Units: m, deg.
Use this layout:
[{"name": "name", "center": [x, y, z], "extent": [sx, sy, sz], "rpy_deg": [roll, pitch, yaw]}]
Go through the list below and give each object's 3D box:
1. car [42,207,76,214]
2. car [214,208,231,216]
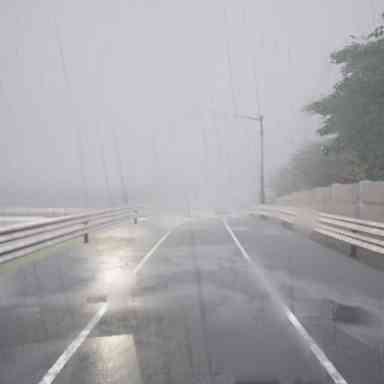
[{"name": "car", "center": [-21.138, 3.142, 52.901], "extent": [5.008, 1.535, 1.882], "rpy_deg": [3, -4, -34]}, {"name": "car", "center": [7.377, 4.878, 81.260], "extent": [2.150, 2.045, 5.566], "rpy_deg": [-3, -5, 34]}]
